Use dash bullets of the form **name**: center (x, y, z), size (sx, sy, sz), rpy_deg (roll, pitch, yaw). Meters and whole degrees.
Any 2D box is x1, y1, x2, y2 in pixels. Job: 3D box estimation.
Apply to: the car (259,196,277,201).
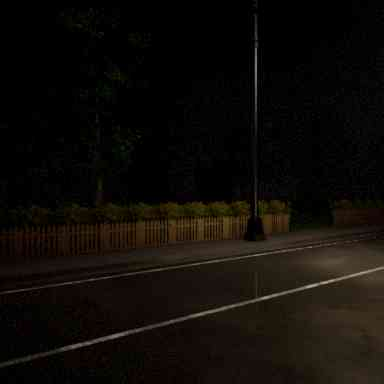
- **car**: center (14.549, 1.500, 61.283), size (1.837, 1.490, 4.892), rpy_deg (0, 1, -34)
